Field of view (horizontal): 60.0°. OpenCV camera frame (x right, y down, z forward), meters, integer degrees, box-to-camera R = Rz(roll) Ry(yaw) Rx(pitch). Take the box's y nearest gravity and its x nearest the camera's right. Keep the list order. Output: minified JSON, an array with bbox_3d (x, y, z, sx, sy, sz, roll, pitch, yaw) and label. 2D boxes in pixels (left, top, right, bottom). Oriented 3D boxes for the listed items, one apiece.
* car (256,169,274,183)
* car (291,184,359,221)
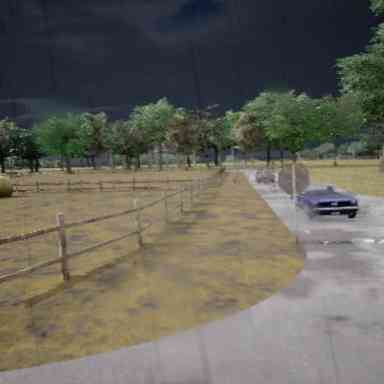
[{"bbox_3d":[9.356,-2.182,42.999,2.097,1.767,4.553,-3,4,8],"label":"car"},{"bbox_3d":[5.716,0.349,14.854,1.895,1.301,4.718,-3,4,8],"label":"car"}]
